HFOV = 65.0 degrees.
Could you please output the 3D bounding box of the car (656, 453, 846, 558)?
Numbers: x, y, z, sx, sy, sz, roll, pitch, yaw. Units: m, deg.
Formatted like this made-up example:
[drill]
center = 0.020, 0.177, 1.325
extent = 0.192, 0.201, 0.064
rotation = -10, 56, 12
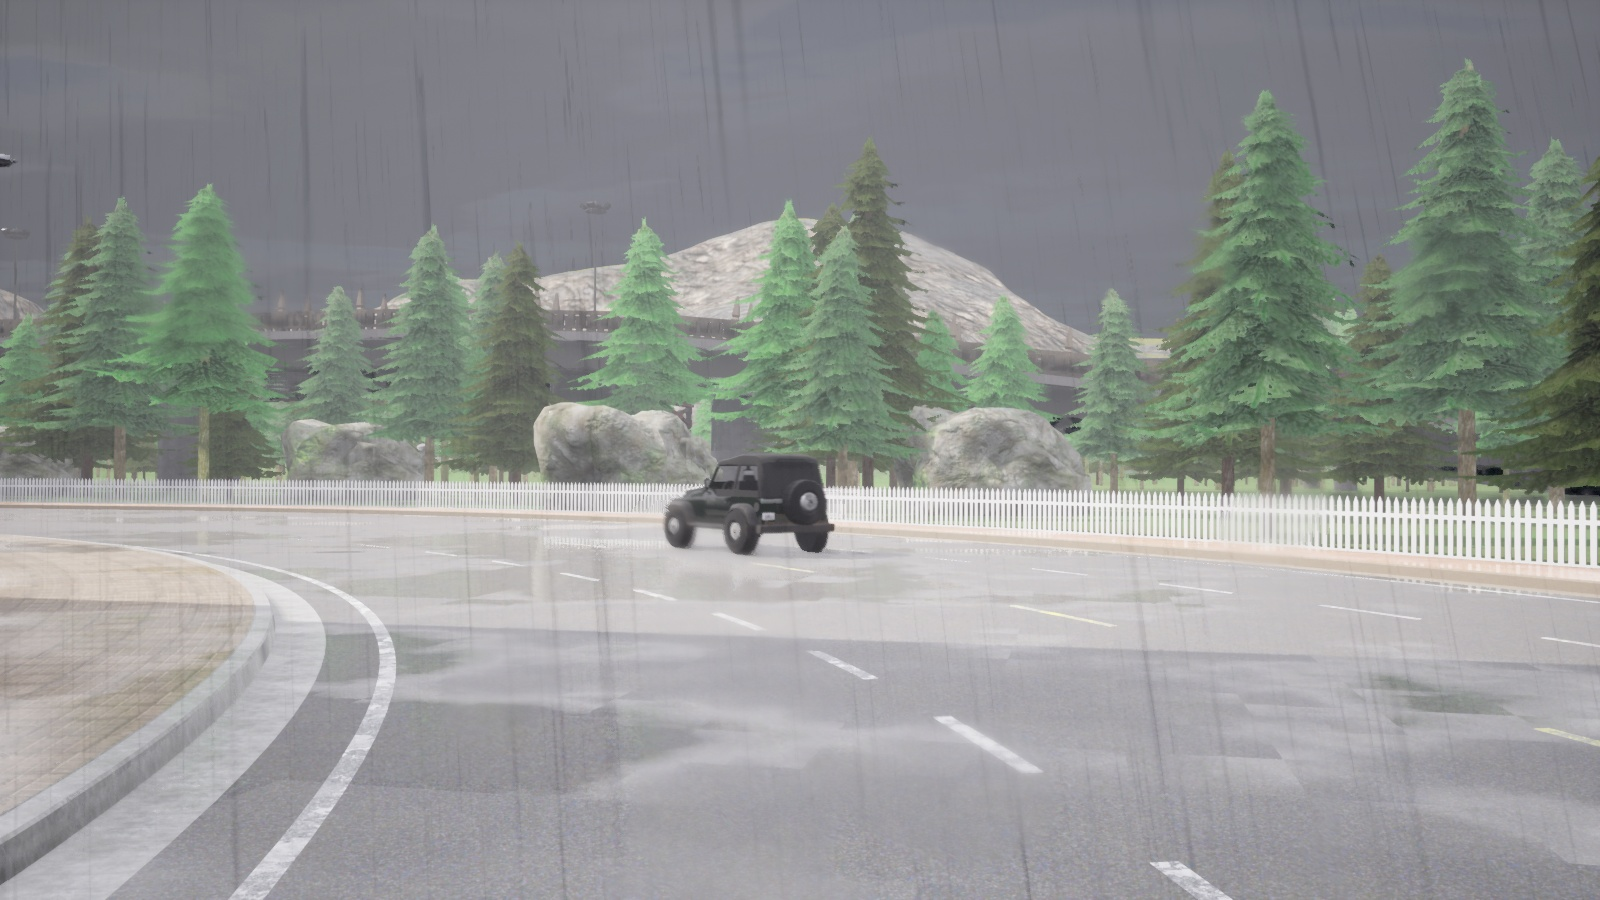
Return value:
[car]
center = -1.037, 1.026, 24.527
extent = 1.905, 1.878, 3.866
rotation = 0, -1, -35
